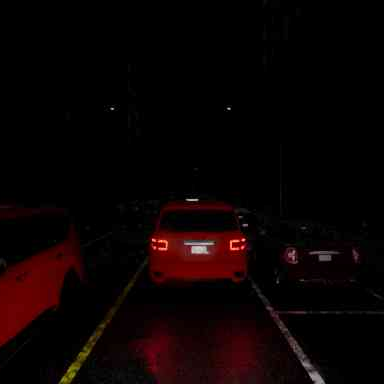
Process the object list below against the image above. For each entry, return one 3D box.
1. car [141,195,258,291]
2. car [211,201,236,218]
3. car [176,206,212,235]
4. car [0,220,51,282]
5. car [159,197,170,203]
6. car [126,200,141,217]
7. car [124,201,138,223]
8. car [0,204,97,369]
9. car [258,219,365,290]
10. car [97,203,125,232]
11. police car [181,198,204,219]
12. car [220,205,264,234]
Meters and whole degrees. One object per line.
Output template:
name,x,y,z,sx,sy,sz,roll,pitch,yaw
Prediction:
car,0.114,1.221,9.174,2.150,2.045,5.566,0,0,0
car,2.888,1.569,31.093,1.947,1.339,4.313,0,0,0
car,0.121,1.602,19.944,1.895,1.301,4.718,0,0,0
car,-5.661,1.582,9.097,1.802,1.307,4.206,0,0,0
car,-5.561,1.626,68.206,1.802,1.307,4.206,0,0,0
car,-5.637,1.443,31.103,1.967,1.590,4.097,0,0,0
car,-5.644,1.584,25.601,1.802,1.307,4.206,0,0,0
car,-3.098,1.221,4.142,2.150,2.045,5.566,0,0,0
car,2.864,1.440,9.088,1.967,1.590,4.097,0,0,0
car,-5.649,1.567,20.100,1.947,1.339,4.313,0,0,0
police car,0.033,1.428,30.207,1.930,1.638,5.238,0,0,0
car,2.876,1.552,20.090,2.008,1.369,4.403,0,0,0
